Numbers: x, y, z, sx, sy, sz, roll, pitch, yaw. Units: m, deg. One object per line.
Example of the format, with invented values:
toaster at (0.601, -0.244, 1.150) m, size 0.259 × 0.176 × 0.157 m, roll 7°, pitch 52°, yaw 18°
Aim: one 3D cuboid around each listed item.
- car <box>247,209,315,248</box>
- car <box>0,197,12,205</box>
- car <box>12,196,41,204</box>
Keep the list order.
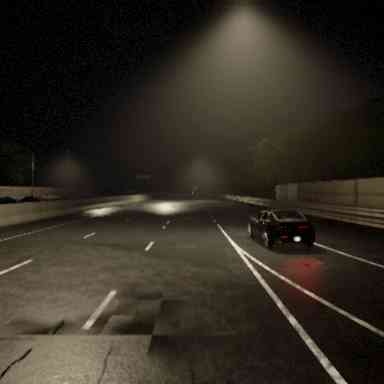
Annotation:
car at (3.768, 1.504, 14.717) m, size 1.837 × 1.490 × 4.892 m, roll 0°, pitch 0°, yaw -3°
car at (-28.089, 1.438, 50.031) m, size 1.812 × 1.442 × 4.674 m, roll 0°, pitch 0°, yaw 0°
car at (-24.597, 1.416, 50.377) m, size 1.837 × 1.490 × 4.892 m, roll 0°, pitch 0°, yaw 0°
